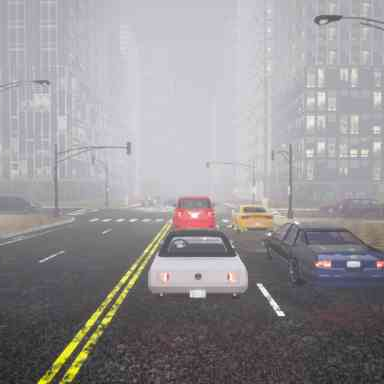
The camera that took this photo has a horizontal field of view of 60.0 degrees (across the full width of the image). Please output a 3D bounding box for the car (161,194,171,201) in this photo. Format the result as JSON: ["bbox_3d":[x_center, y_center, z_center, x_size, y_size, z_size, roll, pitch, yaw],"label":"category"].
[{"bbox_3d":[-6.418,1.271,82.755,2.097,1.767,4.553,0,0,0],"label":"car"}]

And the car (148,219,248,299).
[{"bbox_3d":[0.110,1.597,8.384,1.895,1.301,4.718,0,0,0],"label":"car"}]

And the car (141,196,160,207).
[{"bbox_3d":[-6.544,1.454,50.799,2.128,1.511,4.902,0,0,0],"label":"car"}]

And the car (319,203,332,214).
[{"bbox_3d":[16.557,1.588,36.596,5.008,1.535,1.882,1,1,1],"label":"car"}]

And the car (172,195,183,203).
[{"bbox_3d":[-3.179,1.462,71.581,2.128,1.511,4.902,0,0,0],"label":"car"}]

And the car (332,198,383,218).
[{"bbox_3d":[16.232,1.517,30.817,5.009,1.841,2.192,1,0,1],"label":"car"}]

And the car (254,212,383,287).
[{"bbox_3d":[3.365,1.543,9.411,2.033,1.411,5.357,0,0,0],"label":"car"}]

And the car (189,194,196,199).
[{"bbox_3d":[0.092,1.262,92.040,1.812,1.442,4.674,0,0,0],"label":"car"}]

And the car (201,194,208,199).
[{"bbox_3d":[3.342,1.262,92.036,1.812,1.442,4.674,0,0,0],"label":"car"}]

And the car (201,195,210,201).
[{"bbox_3d":[3.332,1.454,81.619,2.033,1.411,5.357,0,0,0],"label":"car"}]

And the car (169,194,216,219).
[{"bbox_3d":[0.118,1.211,18.143,2.150,2.045,5.566,0,0,0],"label":"car"}]

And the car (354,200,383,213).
[{"bbox_3d":[21.849,1.640,39.098,4.829,1.417,1.752,1,0,1],"label":"car"}]

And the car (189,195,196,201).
[{"bbox_3d":[0.082,1.438,82.038,1.812,1.442,4.674,0,0,0],"label":"car"}]

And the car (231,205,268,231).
[{"bbox_3d":[3.373,1.467,19.230,1.882,1.535,5.008,0,0,1],"label":"car"}]

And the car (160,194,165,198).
[{"bbox_3d":[-6.493,1.429,60.511,1.882,1.535,5.008,0,0,-1],"label":"car"}]

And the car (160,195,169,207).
[{"bbox_3d":[-3.288,1.526,51.233,1.994,1.385,4.181,0,0,0],"label":"car"}]

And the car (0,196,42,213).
[{"bbox_3d":[-17.802,1.207,33.991,4.553,1.767,2.097,1,1,1],"label":"car"}]
